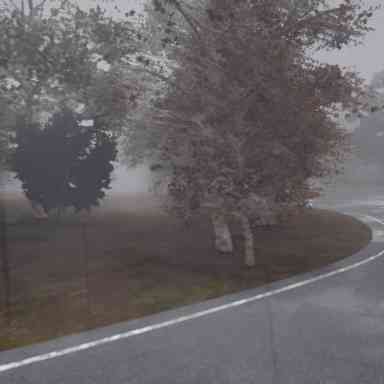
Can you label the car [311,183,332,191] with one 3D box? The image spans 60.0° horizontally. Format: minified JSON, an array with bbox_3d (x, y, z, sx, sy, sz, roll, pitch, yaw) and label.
[{"bbox_3d":[23.992,-1.001,61.805,4.718,1.301,1.895,-4,3,-23],"label":"car"}]
